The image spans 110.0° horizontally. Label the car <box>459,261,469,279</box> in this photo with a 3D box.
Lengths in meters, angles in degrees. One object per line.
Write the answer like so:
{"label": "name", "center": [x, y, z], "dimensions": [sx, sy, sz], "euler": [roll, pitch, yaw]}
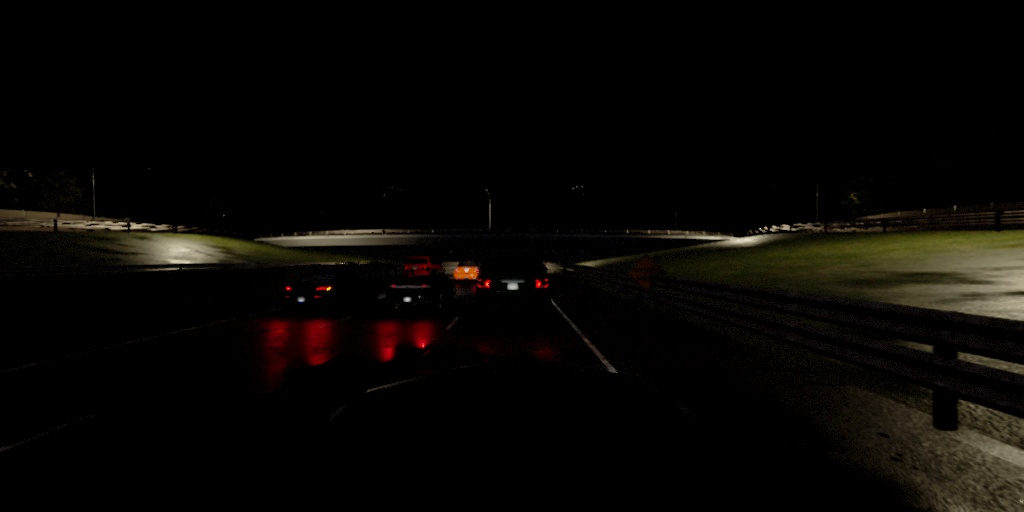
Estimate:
{"label": "car", "center": [-3.409, 1.149, 29.294], "dimensions": [2.097, 1.767, 4.553], "euler": [0, -1, 1]}

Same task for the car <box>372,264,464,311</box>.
{"label": "car", "center": [-3.438, 1.226, 14.240], "dimensions": [2.128, 1.511, 4.902], "euler": [0, 0, 0]}

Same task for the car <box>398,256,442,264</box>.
{"label": "car", "center": [-6.920, 1.015, 28.499], "dimensions": [2.150, 2.045, 5.566], "euler": [0, 0, 1]}

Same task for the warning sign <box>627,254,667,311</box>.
{"label": "warning sign", "center": [4.546, 0.847, 12.137], "dimensions": [1.300, 1.860, 1.060], "euler": [0, 0, 0]}

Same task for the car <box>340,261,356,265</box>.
{"label": "car", "center": [-23.904, 1.549, 52.678], "dimensions": [2.128, 1.511, 4.902], "euler": [0, -1, 3]}

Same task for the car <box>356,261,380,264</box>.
{"label": "car", "center": [-20.411, 1.535, 52.537], "dimensions": [1.882, 1.535, 5.008], "euler": [0, -1, 3]}

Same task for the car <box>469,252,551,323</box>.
{"label": "car", "center": [0.050, 0.946, 12.088], "dimensions": [2.150, 2.045, 5.566], "euler": [0, -1, 1]}

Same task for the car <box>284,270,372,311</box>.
{"label": "car", "center": [-6.936, 1.260, 14.165], "dimensions": [1.812, 1.442, 4.674], "euler": [0, 0, 1]}
